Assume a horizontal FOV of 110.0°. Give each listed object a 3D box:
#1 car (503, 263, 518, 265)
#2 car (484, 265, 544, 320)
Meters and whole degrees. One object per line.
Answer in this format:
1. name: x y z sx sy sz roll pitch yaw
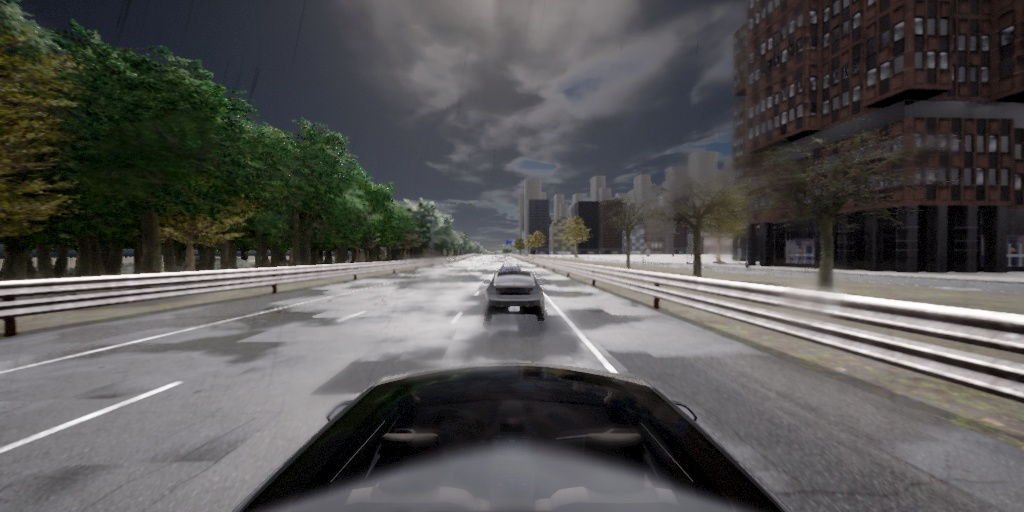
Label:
1. car: -0.152 1.304 33.372 1.895 1.301 4.718 0 0 -1
2. car: 0.060 1.247 12.570 1.837 1.490 4.892 0 0 0
